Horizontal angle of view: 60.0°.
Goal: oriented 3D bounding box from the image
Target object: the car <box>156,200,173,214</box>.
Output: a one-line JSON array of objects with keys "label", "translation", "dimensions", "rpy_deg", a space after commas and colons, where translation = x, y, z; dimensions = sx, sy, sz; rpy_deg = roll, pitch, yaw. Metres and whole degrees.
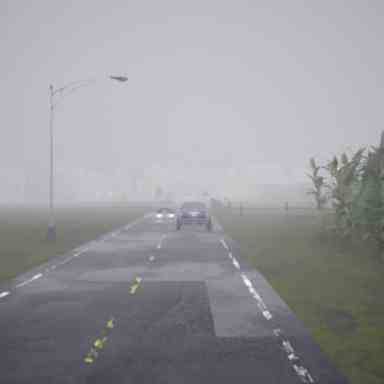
[{"label": "car", "translation": [-2.785, 1.558, 36.137], "dimensions": [2.033, 1.411, 5.357], "rpy_deg": [0, 0, 0]}]

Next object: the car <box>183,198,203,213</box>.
[{"label": "car", "translation": [0.114, 1.503, 38.146], "dimensions": [2.128, 1.511, 4.902], "rpy_deg": [0, 0, 0]}]

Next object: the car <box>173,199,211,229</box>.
[{"label": "car", "translation": [0.108, 1.355, 21.475], "dimensions": [2.097, 1.767, 4.553], "rpy_deg": [0, 0, 0]}]
